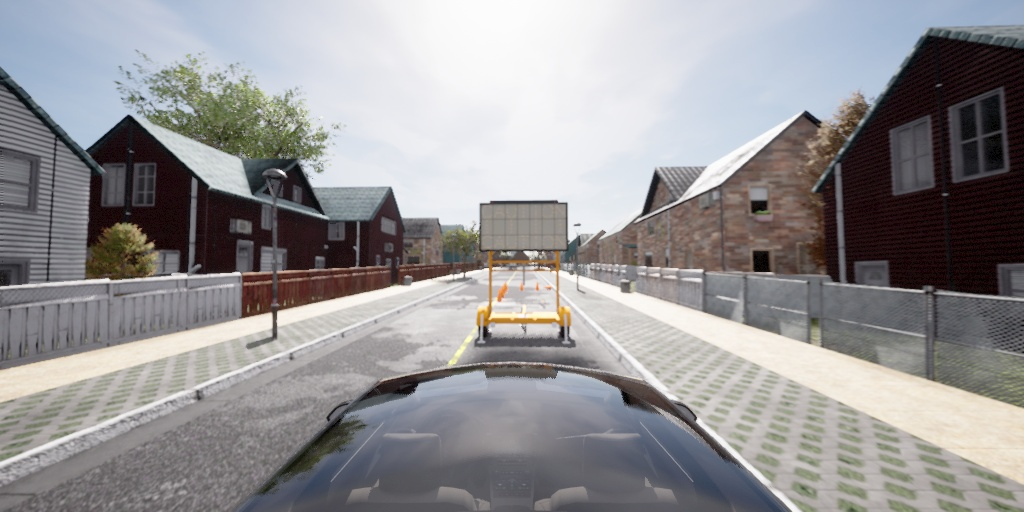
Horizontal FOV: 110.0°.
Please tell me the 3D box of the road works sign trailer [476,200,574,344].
[{"bbox_3d":[0.335,0.278,9.837,2.380,3.560,2.880,0,0,3],"label":"road works sign trailer"}]
